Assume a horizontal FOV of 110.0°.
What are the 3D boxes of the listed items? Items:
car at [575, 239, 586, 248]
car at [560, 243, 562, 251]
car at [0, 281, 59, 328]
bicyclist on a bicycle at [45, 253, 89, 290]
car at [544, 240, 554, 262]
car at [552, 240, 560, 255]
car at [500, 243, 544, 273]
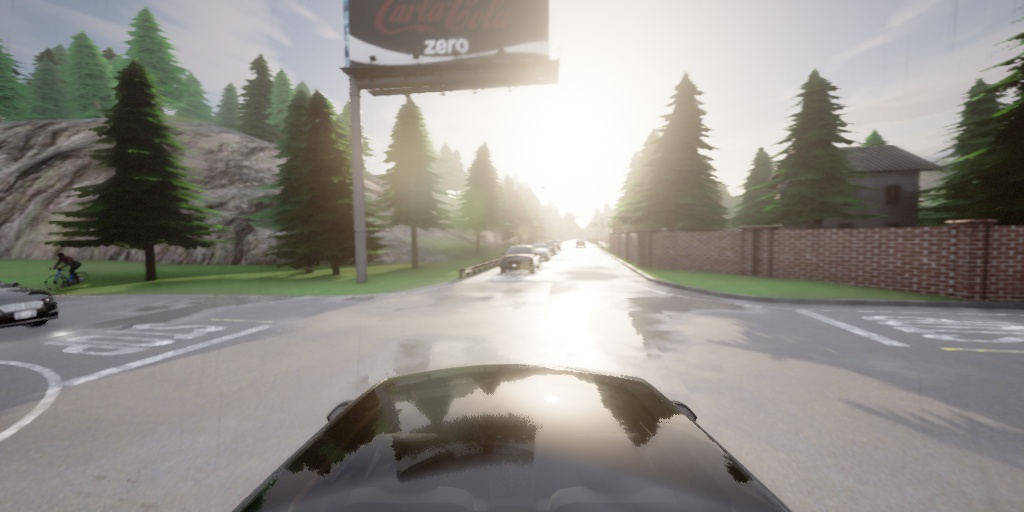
[{"bbox_3d":[12.182,-2.275,63.672,1.882,1.535,5.008,0,3,11],"label":"car"},{"bbox_3d":[5.984,-1.470,50.368,1.837,1.490,4.892,0,3,11],"label":"car"},{"bbox_3d":[-13.901,1.137,8.582,4.902,1.511,2.128,-1,3,3],"label":"car"},{"bbox_3d":[-19.956,0.654,16.067,0.582,1.620,1.656,1,6,-2],"label":"bicyclist on a bicycle"},{"bbox_3d":[2.267,-0.357,30.401,1.812,1.442,4.674,0,3,10],"label":"car"},{"bbox_3d":[4.017,-0.800,39.869,1.895,1.301,4.718,0,3,11],"label":"car"},{"bbox_3d":[0.554,0.128,21.178,1.837,1.490,4.892,0,3,10],"label":"car"}]
